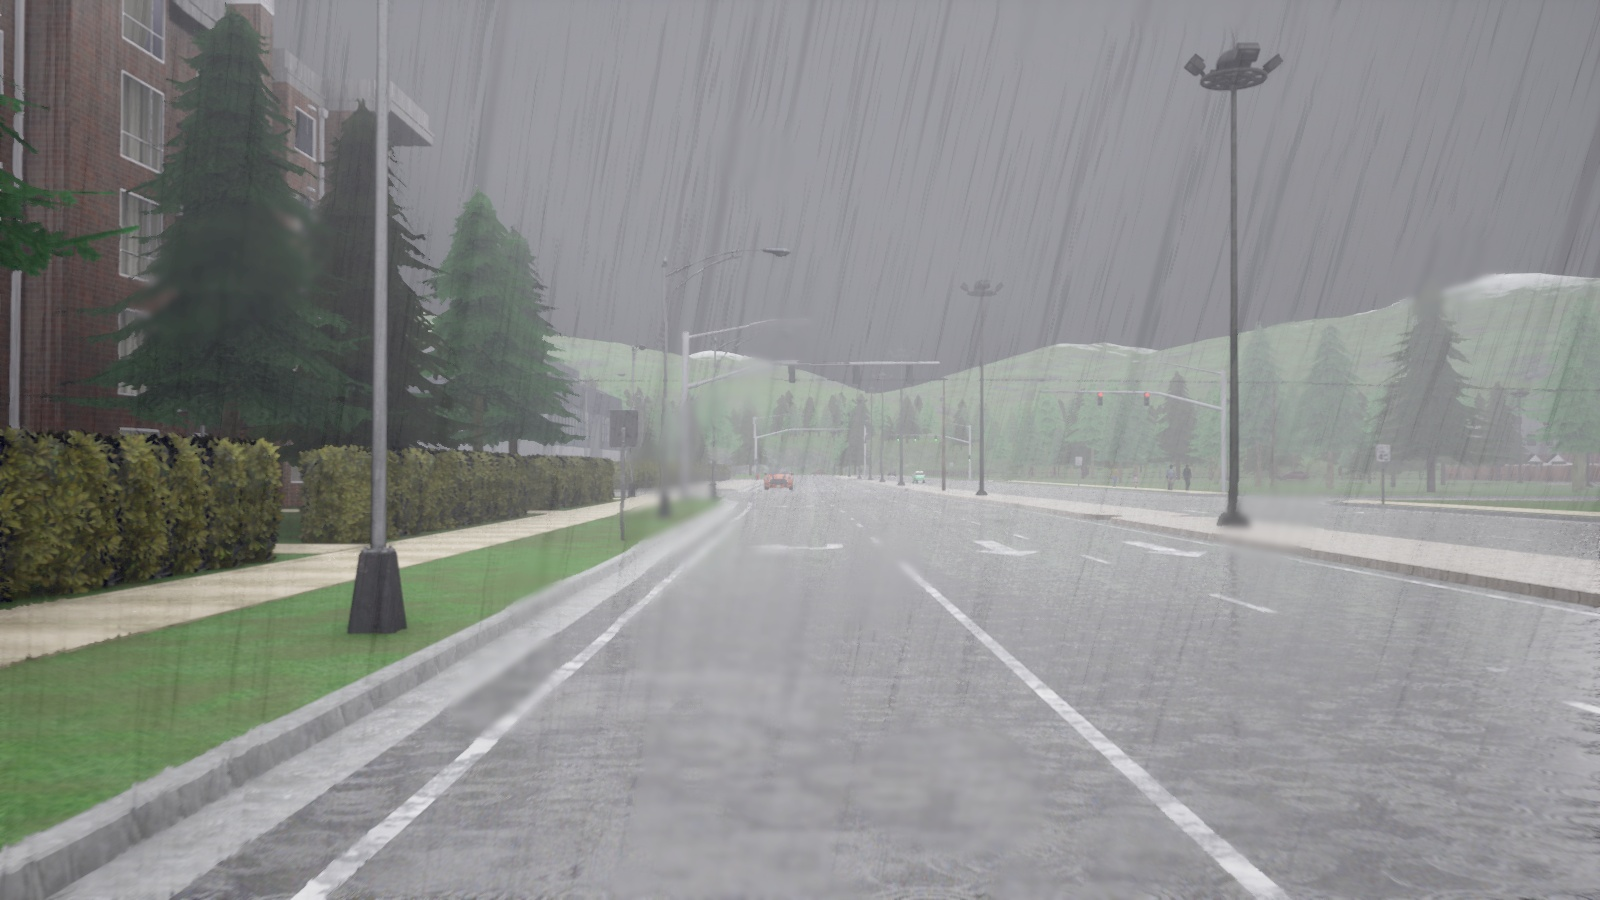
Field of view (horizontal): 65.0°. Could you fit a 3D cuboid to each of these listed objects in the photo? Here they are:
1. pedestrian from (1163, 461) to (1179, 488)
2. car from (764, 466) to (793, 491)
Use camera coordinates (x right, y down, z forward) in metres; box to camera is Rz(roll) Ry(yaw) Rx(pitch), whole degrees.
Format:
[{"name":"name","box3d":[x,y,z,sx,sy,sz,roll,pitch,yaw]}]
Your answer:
[{"name":"pedestrian","box3d":[25.391,1.652,85.955,0.874,1.855,0.900,0,-1,0]},{"name":"car","box3d":[-1.550,2.089,93.258,2.097,1.767,4.553,0,-1,0]}]
